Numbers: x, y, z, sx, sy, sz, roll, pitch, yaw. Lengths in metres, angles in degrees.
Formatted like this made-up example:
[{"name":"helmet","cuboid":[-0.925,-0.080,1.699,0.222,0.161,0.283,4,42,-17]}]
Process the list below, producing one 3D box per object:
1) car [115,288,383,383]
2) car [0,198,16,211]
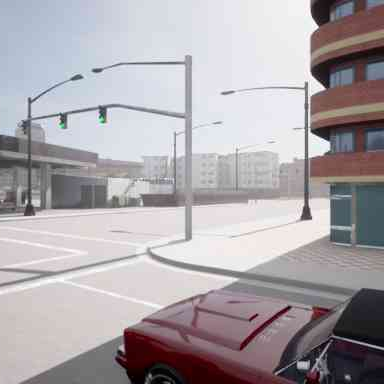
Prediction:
[{"name":"car","cuboid":[1.528,1.601,2.884,4.718,1.301,1.895,0,0,36]},{"name":"car","cuboid":[-22.337,1.455,38.835,3.806,1.475,1.970,0,0,36]}]
